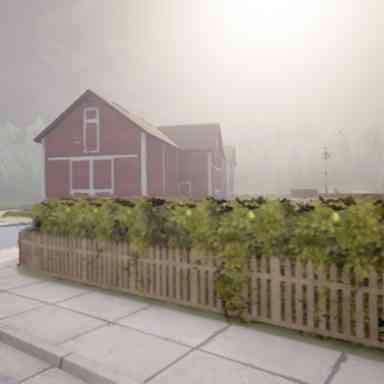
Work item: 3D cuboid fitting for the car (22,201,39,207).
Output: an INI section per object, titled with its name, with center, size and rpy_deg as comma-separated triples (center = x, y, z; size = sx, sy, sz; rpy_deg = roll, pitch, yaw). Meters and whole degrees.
[car]
center = -22.449, 2.081, 47.901
size = 1.816, 1.474, 4.193
rpy_deg = -7, -1, 11
